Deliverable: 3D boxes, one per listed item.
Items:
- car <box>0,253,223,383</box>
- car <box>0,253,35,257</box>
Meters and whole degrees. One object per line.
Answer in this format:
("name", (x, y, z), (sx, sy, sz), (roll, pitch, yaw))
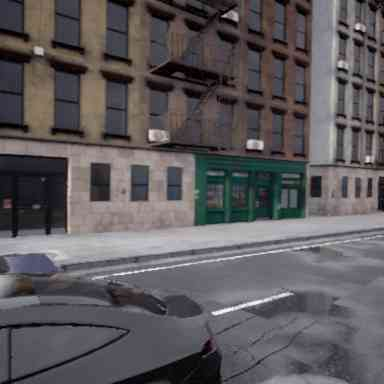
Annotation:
("car", (-1.873, 1.436, 2.378), (4.674, 1.442, 1.812), (0, 1, -35))
("car", (-4.337, 1.424, 4.627), (4.718, 1.301, 1.895), (0, 1, -35))
